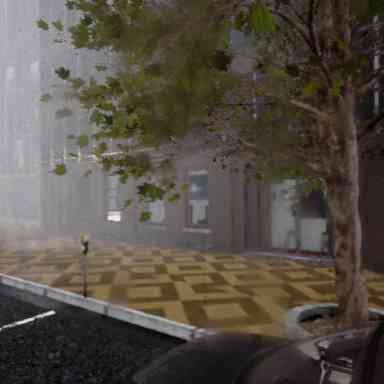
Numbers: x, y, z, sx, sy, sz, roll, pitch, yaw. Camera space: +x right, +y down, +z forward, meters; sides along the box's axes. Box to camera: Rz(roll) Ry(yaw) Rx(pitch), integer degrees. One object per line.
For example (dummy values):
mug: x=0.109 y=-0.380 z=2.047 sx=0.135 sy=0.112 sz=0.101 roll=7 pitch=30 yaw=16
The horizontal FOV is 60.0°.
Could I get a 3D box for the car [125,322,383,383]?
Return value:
car: x=1.385 y=1.549 z=1.887 sx=4.403 sy=1.369 sz=2.008 roll=-1 pitch=0 yaw=36
